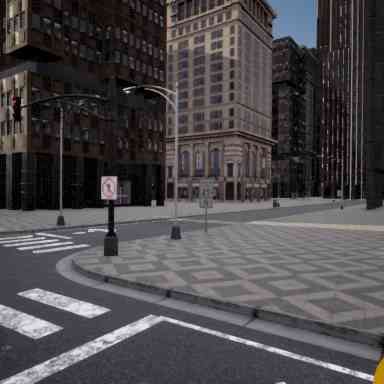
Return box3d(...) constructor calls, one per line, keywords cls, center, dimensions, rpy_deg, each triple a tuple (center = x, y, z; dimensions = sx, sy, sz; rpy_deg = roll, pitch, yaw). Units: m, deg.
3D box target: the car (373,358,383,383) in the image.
box3d(cls="car", center=(3.469, 1.478, 1.219), dimensions=(5.008, 1.535, 1.882), rpy_deg=(0, 0, 35))
